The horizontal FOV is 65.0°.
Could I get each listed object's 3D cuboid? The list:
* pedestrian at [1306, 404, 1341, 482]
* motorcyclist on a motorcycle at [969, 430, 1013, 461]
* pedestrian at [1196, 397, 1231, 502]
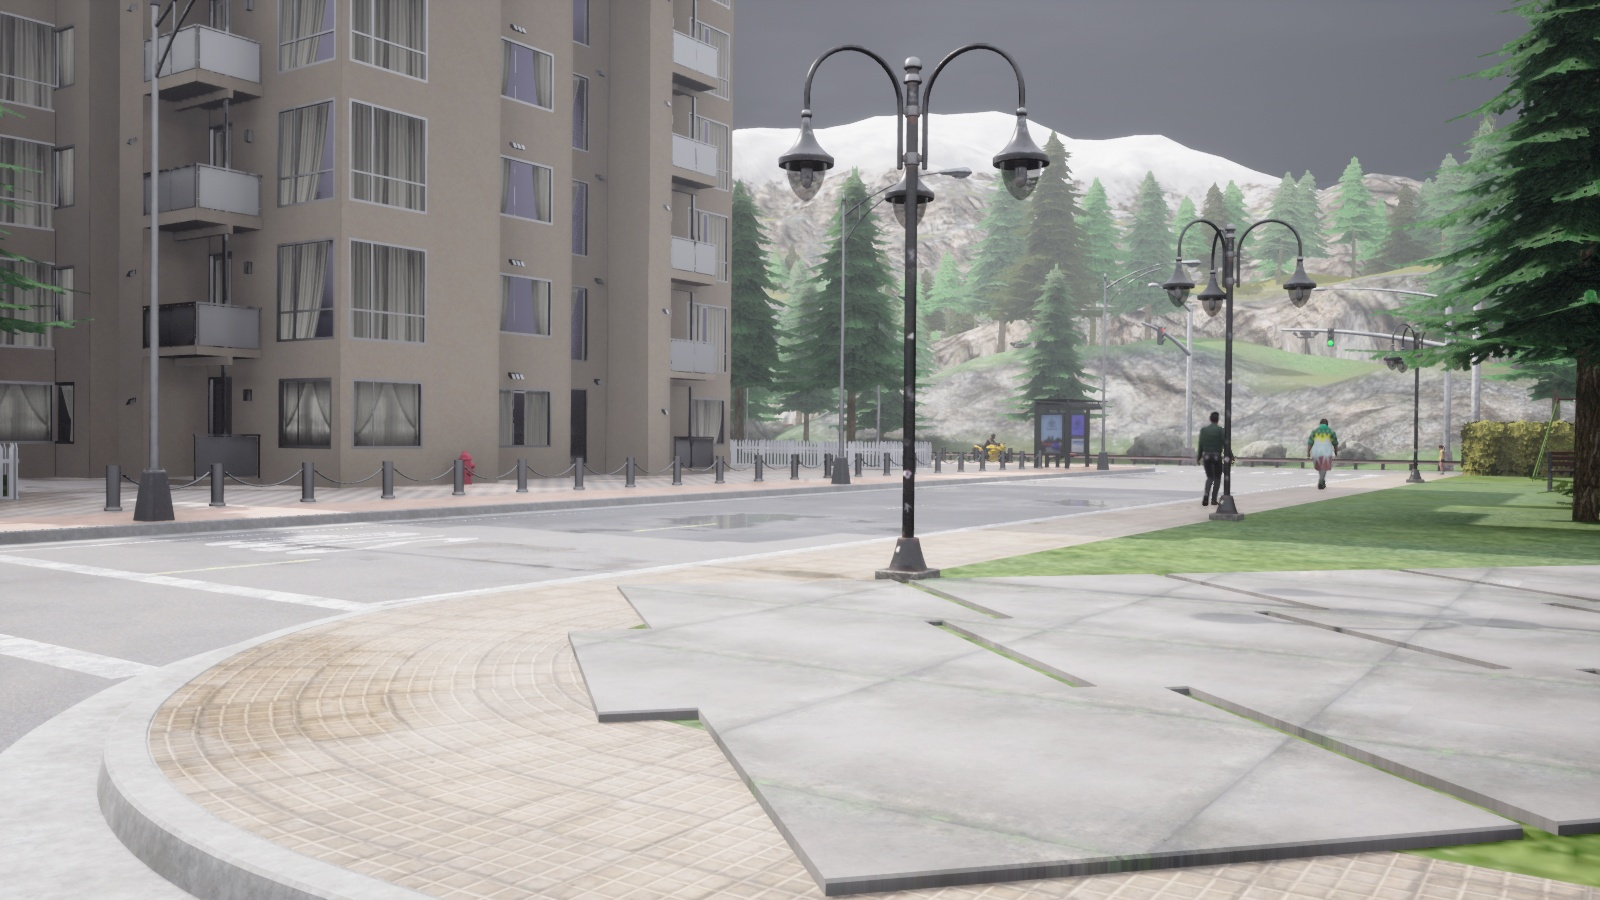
[{"bbox_3d":[13.355,-0.181,32.039,0.659,1.952,0.873,0,1,33],"label":"pedestrian"},{"bbox_3d":[9.526,-0.228,62.638,2.044,1.523,0.797,0,1,35],"label":"motorcyclist on a motorcycle"},{"bbox_3d":[7.794,-0.017,23.655,0.423,1.949,0.788,0,1,33],"label":"pedestrian"}]
